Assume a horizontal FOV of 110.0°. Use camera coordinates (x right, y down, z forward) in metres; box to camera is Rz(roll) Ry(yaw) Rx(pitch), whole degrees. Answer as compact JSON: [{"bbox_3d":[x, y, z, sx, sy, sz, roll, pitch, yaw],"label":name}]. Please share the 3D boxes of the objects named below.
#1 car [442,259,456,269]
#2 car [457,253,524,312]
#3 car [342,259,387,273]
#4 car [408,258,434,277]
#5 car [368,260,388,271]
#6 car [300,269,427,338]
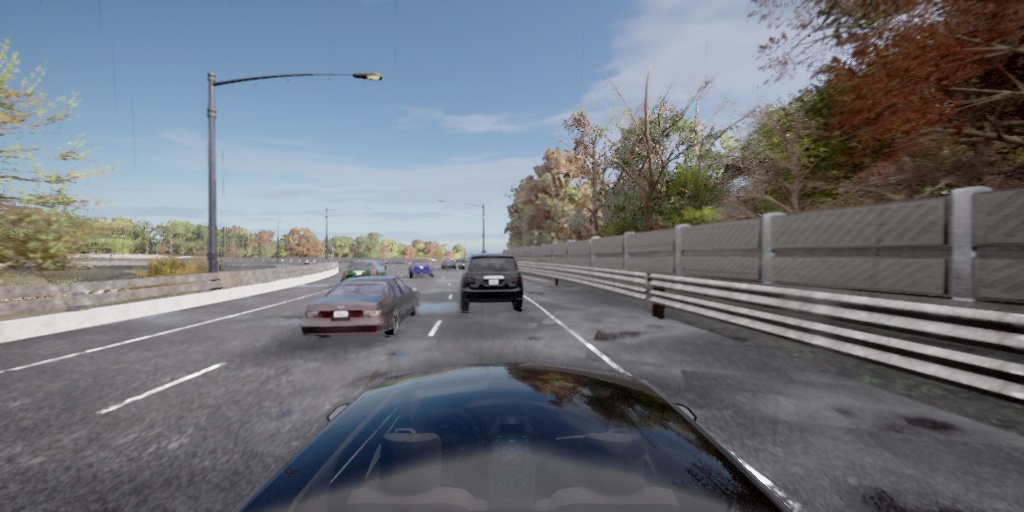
[{"bbox_3d":[-9.233,1.134,52.363,1.994,1.385,4.181,0,0,-10],"label":"car"},{"bbox_3d":[-0.911,0.921,14.170,2.150,2.045,5.566,0,0,-7],"label":"car"},{"bbox_3d":[-9.439,1.051,23.201,2.097,1.767,4.553,0,0,-12],"label":"car"},{"bbox_3d":[-8.574,1.001,33.604,2.097,1.767,4.553,0,0,-17],"label":"car"},{"bbox_3d":[-17.754,1.195,47.402,1.994,1.385,4.181,0,0,-26],"label":"car"},{"bbox_3d":[-3.893,1.278,10.155,2.033,1.411,5.357,0,0,-6],"label":"car"}]
